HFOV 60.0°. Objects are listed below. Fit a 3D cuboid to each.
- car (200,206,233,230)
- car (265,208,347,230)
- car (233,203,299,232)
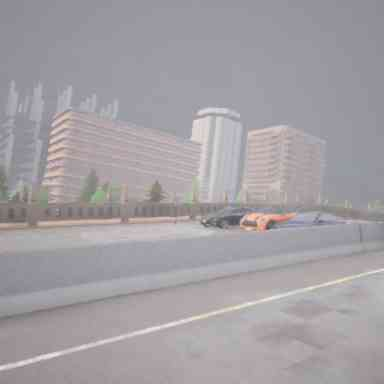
[{"bbox_3d":[2.796,1.733,23.225,4.892,1.490,1.837,1,-1,-36],"label":"car"},{"bbox_3d":[6.138,1.727,17.010,4.674,1.442,1.812,1,-1,-36],"label":"car"},{"bbox_3d":[5.109,1.575,20.577,4.553,1.767,2.097,1,-1,-36],"label":"car"}]
